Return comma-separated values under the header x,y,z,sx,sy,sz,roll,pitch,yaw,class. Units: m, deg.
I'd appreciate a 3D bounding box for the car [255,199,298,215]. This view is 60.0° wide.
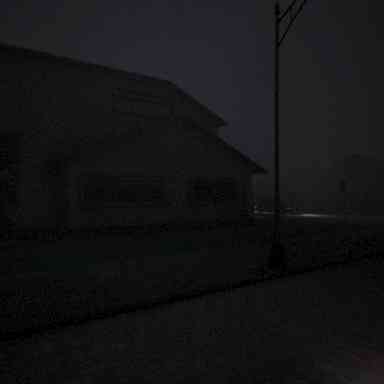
x,y,z,sx,sy,sz,roll,pitch,yaw,class
8.763,1.505,34.814,1.837,1.490,4.892,0,0,-35,car
